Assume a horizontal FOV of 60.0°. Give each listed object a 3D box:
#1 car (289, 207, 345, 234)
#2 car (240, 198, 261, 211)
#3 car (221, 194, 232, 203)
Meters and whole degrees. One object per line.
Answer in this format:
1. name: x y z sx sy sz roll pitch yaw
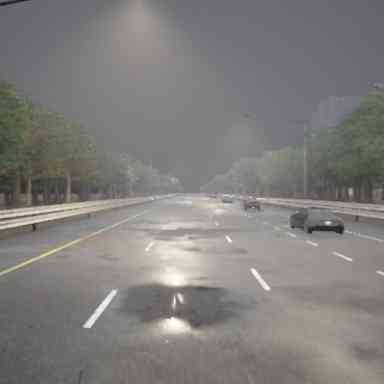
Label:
1. car: 6.999 1.567 19.101 1.994 1.385 4.181 0 0 0
2. car: 7.000 1.509 40.132 1.837 1.490 4.892 0 0 0
3. car: 7.026 1.592 67.870 1.994 1.385 4.181 0 0 0
